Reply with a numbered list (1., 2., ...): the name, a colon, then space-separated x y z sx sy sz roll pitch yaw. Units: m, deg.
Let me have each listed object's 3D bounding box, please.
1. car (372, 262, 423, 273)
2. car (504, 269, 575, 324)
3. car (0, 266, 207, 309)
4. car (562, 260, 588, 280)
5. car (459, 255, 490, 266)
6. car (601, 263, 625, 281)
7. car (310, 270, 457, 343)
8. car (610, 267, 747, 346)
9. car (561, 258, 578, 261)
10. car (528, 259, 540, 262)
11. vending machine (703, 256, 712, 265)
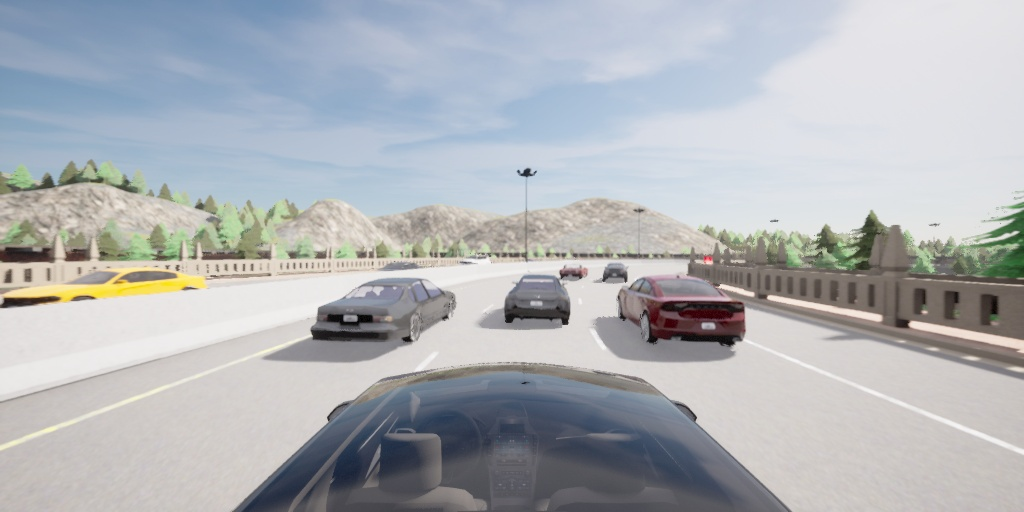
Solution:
1. car: -7.676 1.173 24.376 1.837 1.490 4.892 0 0 14
2. car: 0.913 1.297 12.055 1.994 1.385 4.181 0 0 6
3. car: -13.345 1.144 12.249 1.882 1.535 5.008 0 0 7
4. car: 5.504 1.316 31.419 1.895 1.301 4.718 0 0 20
5. car: -5.216 0.851 50.853 2.150 2.045 5.566 0 0 28
6. car: 8.469 1.259 29.252 1.812 1.442 4.674 0 0 18
7. car: -2.947 1.268 9.554 2.033 1.411 5.357 0 0 5
8. car: 4.125 1.231 9.566 1.882 1.535 5.008 0 0 5
9. car: 10.196 0.987 62.120 1.895 1.301 4.718 0 0 37
10. car: 2.899 1.196 57.851 2.033 1.411 5.357 0 0 33
11. vending machine: 23.233 0.969 42.533 1.100 2.100 0.880 0 0 32
